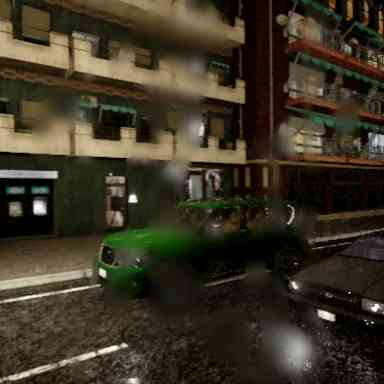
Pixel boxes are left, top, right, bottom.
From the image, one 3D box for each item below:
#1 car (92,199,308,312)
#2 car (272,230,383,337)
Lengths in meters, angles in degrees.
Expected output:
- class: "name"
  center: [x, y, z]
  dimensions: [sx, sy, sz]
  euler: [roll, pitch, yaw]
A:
- class: "car"
  center: [0.521, 1.206, 8.052]
  dimensions: [5.566, 2.045, 2.150]
  euler: [0, 0, -35]
- class: "car"
  center: [4.254, 1.525, 6.723]
  dimensions: [5.357, 1.411, 2.033]
  euler: [0, 0, -36]
